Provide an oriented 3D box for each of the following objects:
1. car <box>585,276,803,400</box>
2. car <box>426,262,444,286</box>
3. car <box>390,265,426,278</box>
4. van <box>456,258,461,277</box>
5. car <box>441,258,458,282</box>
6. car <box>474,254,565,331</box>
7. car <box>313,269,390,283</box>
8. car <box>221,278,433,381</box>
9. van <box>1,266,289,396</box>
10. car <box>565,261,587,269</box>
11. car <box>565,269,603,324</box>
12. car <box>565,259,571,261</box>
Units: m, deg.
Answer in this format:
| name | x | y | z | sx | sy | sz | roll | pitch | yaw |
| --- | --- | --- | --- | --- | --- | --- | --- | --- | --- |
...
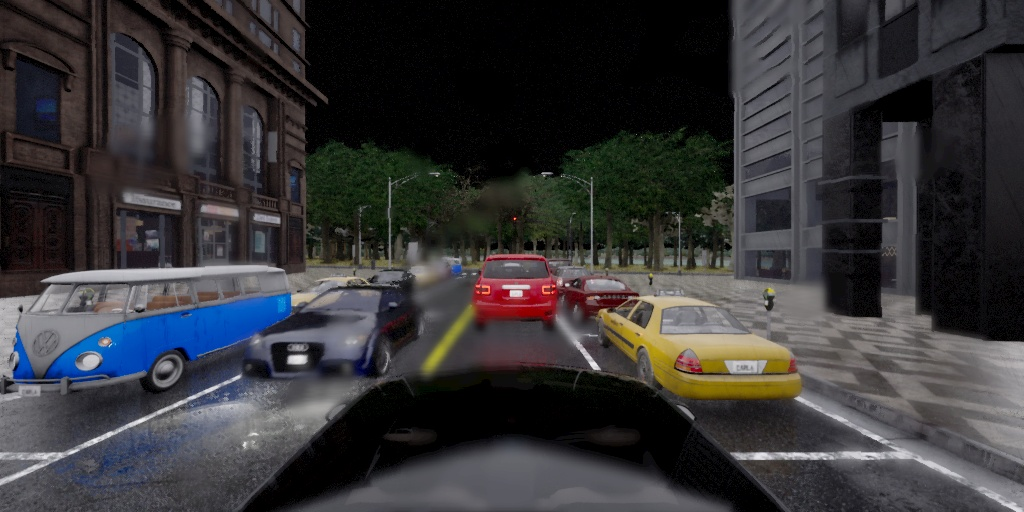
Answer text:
| name | x | y | z | sx | sy | sz | roll | pitch | yaw |
| --- | --- | --- | --- | --- | --- | --- | --- | --- | --- |
| car | 2.763 | 1.275 | 6.552 | 1.751 | 1.417 | 4.829 | 0 | 0 | 0 |
| car | -5.761 | 1.277 | 22.525 | 1.751 | 1.417 | 4.829 | 0 | 0 | 0 |
| car | -5.762 | 1.317 | 17.258 | 1.948 | 1.339 | 4.313 | 0 | 0 | 0 |
| van | -5.760 | 1.096 | 33.570 | 1.690 | 1.789 | 3.998 | 0 | 0 | 0 |
| car | -5.760 | 1.193 | 28.133 | 1.967 | 1.591 | 4.097 | 0 | 0 | 0 |
| car | 0.104 | 0.972 | 11.077 | 2.150 | 2.045 | 5.566 | 0 | 0 | 0 |
| car | -5.762 | 1.276 | 11.651 | 1.751 | 1.417 | 4.829 | 0 | 0 | 0 |
| car | -3.099 | 1.314 | 7.174 | 1.994 | 1.385 | 4.181 | 0 | 0 | 0 |
| van | -5.763 | 1.091 | 6.383 | 1.690 | 1.789 | 3.998 | 0 | 0 | 0 |
| car | 2.764 | 1.191 | 17.257 | 1.967 | 1.591 | 4.097 | 0 | 0 | 0 |
| car | 2.763 | 1.295 | 11.819 | 1.888 | 1.381 | 4.507 | 0 | 0 | 0 |
| car | 2.764 | 1.067 | 22.694 | 2.192 | 1.841 | 5.009 | 0 | 0 | 0 |
